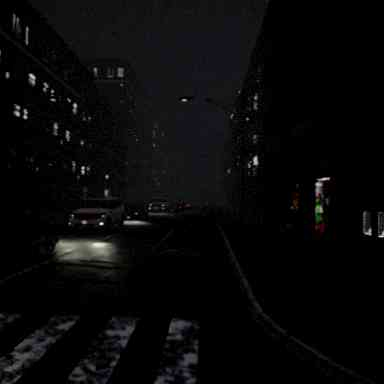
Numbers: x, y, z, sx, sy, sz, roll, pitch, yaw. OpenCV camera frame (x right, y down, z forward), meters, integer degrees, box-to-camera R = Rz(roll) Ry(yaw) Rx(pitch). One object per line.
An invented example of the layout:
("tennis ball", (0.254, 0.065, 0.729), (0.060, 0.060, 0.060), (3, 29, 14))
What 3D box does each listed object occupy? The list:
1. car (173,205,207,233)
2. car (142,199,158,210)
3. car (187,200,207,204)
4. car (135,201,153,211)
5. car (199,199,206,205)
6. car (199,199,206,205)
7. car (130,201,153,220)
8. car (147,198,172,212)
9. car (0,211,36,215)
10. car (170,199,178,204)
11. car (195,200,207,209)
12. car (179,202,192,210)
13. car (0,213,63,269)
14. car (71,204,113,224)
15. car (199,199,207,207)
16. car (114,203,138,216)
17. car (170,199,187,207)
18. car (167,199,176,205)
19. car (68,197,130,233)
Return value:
("car", (0.046, 1.779, 21.532), (1.887, 1.381, 4.507), (2, -1, 2))
("car", (-6.940, 2.068, 55.870), (1.967, 1.590, 4.097), (2, -1, 2))
("car", (0.699, 2.031, 38.500), (1.887, 1.381, 4.507), (2, -1, 2))
("car", (-7.186, 2.109, 50.212), (1.947, 1.339, 4.313), (2, -1, 2))
("car", (2.885, 2.694, 89.404), (1.967, 1.590, 4.097), (2, -1, 2))
("car", (3.127, 2.779, 95.059), (1.967, 1.590, 4.097), (2, -1, 2))
("car", (-5.402, 1.848, 31.537), (2.033, 1.411, 5.357), (1, -1, 3))
("car", (-4.636, 1.814, 47.072), (2.150, 2.045, 5.566), (1, -1, 2))
("car", (-8.771, 1.601, 16.283), (1.947, 1.339, 4.313), (2, -1, 2))
("car", (-5.252, 2.750, 95.290), (1.752, 1.417, 4.829), (2, -1, 2))
("car", (1.672, 2.265, 61.124), (1.967, 1.590, 4.097), (2, -1, 2))
("car", (-1.107, 2.330, 57.164), (1.895, 1.301, 4.718), (1, -1, 3))
("car", (-6.260, 1.601, 11.355), (1.895, 1.301, 4.718), (1, -1, 2))
("car", (-8.158, 1.771, 27.593), (1.947, 1.339, 4.313), (2, -1, 2))
("car", (2.557, 2.493, 74.838), (1.801, 1.575, 5.366), (1, -1, 2))
("car", (-7.672, 1.956, 38.900), (1.802, 1.307, 4.206), (2, -1, 2))
("car", (-1.526, 2.144, 47.223), (1.994, 1.385, 4.181), (1, -1, 2))
("car", (-5.488, 2.686, 89.804), (1.887, 1.381, 4.507), (2, -1, 2))
("car", (-5.845, 1.367, 21.169), (2.150, 2.045, 5.566), (1, -1, 3))
